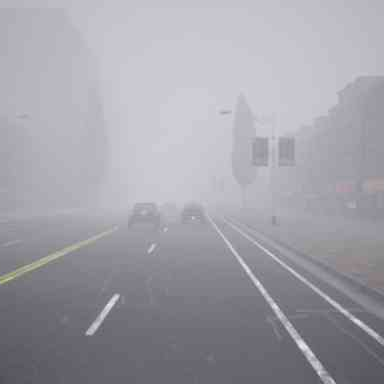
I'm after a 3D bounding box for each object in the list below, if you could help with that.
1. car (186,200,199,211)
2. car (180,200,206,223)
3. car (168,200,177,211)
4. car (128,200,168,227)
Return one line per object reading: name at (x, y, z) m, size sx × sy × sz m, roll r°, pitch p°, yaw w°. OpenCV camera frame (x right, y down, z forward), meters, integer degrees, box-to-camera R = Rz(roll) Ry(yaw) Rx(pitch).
car at (0.073, 1.927, 48.995) m, size 1.837 × 1.490 × 4.892 m, roll 0°, pitch -1°, yaw 0°
car at (0.085, 1.674, 27.213) m, size 1.837 × 1.490 × 4.892 m, roll 0°, pitch 0°, yaw 0°
car at (-3.178, 1.948, 48.973) m, size 1.812 × 1.442 × 4.674 m, roll 0°, pitch -1°, yaw 0°
car at (-3.164, 1.482, 23.876) m, size 2.097 × 1.767 × 4.553 m, roll 0°, pitch -1°, yaw 0°
